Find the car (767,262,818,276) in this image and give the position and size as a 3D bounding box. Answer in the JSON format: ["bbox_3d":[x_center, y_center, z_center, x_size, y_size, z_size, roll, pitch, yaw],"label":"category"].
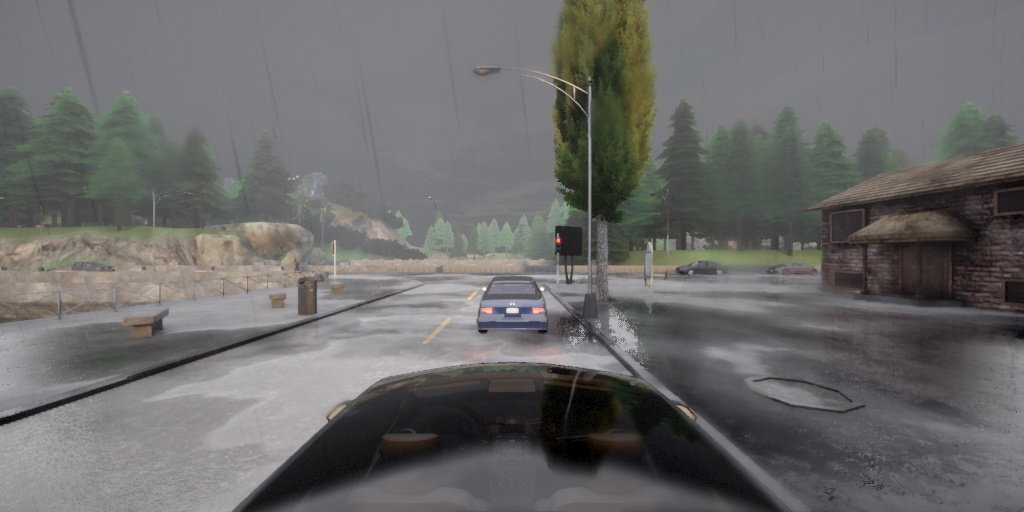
[{"bbox_3d":[28.421,1.314,36.423,4.181,1.385,1.994,0,0,0],"label":"car"}]

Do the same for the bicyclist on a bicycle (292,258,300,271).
[{"bbox_3d":[-24.496,1.099,40.666,0.582,1.620,1.656,0,0,0],"label":"bicyclist on a bicycle"}]

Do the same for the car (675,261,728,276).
[{"bbox_3d":[19.217,1.254,36.433,4.892,1.490,1.837,0,0,0],"label":"car"}]

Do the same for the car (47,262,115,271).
[{"bbox_3d":[-43.699,1.297,36.384,5.357,1.411,2.033,0,0,0],"label":"car"}]

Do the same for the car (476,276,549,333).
[{"bbox_3d":[0.030,1.297,10.720,2.033,1.411,5.357,0,0,0],"label":"car"}]
